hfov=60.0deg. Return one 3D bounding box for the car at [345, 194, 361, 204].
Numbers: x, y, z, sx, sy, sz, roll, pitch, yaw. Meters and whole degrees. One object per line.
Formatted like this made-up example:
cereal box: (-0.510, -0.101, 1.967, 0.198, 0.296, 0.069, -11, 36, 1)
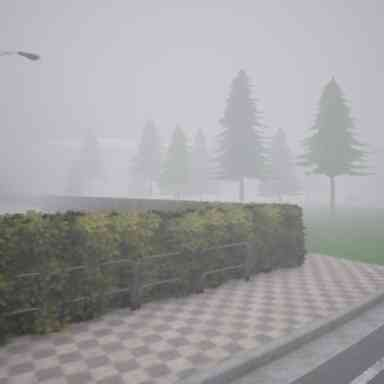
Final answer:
car: (34.627, 1.427, 71.571, 2.150, 2.045, 5.566, 0, 0, 11)
